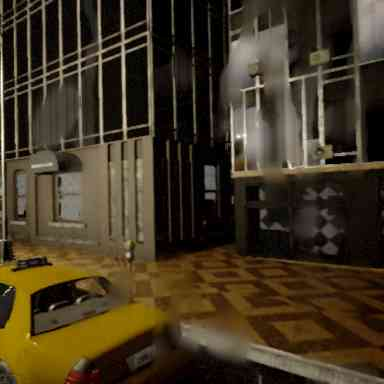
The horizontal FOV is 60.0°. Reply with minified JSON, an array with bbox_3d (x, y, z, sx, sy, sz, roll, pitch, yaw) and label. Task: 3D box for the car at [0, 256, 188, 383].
[{"bbox_3d":[-2.331,1.571,4.550,4.829,1.417,1.752,-1,-1,35],"label":"car"}]
